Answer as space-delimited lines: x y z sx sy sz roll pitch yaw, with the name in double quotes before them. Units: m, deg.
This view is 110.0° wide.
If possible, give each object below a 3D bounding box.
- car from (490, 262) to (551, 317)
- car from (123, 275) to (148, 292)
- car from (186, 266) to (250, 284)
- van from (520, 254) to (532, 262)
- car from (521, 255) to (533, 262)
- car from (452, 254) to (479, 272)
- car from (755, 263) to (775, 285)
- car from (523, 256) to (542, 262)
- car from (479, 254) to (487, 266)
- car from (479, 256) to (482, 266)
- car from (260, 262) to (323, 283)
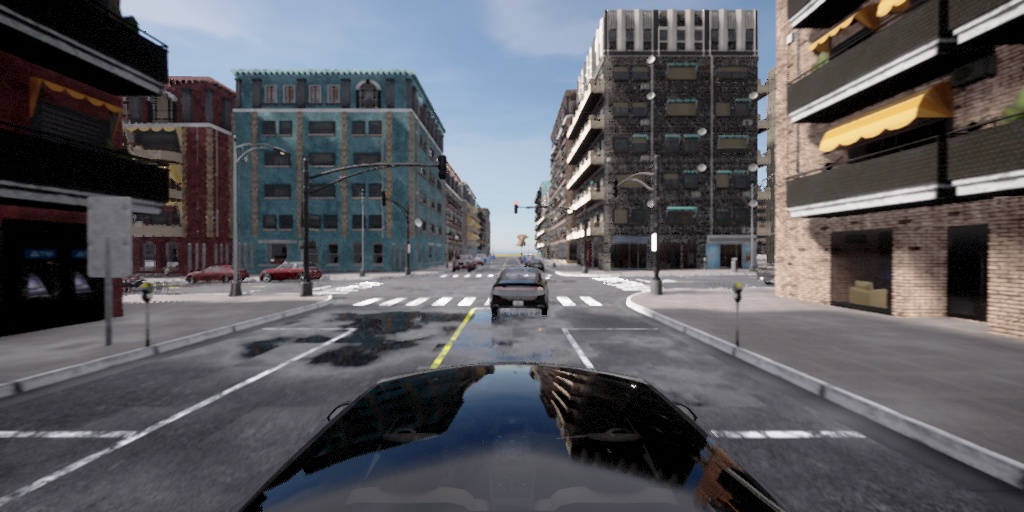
"car" 0.363 1.148 12.837 2.128 1.511 4.902 0 0 4
"car" -22.486 1.294 19.575 4.097 1.591 1.967 0 0 0
"car" -22.445 1.382 27.460 4.207 1.307 1.802 0 0 0
"van" 2.585 0.618 56.218 1.690 1.789 3.998 0 0 0
"car" 2.583 0.910 50.666 1.802 1.307 4.207 0 0 0
"car" -5.301 0.741 39.564 2.192 1.841 5.009 0 0 0
"car" 15.609 0.934 19.264 4.403 1.370 2.007 0 0 0
"car" 2.579 0.992 39.562 1.948 1.339 4.313 0 0 0
"car" -5.295 0.823 56.220 1.888 1.381 4.507 0 0 0
"car" -5.299 0.923 45.116 1.888 1.381 4.507 0 0 0
"car" -16.896 1.172 27.419 4.097 1.591 1.967 0 0 0
